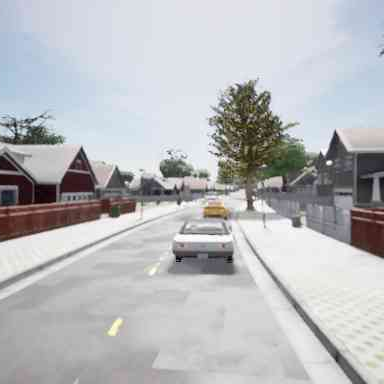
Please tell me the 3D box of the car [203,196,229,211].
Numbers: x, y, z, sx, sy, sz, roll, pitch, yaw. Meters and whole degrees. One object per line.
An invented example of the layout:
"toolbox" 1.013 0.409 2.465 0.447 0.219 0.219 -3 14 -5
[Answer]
"car" 2.072 1.438 28.599 1.882 1.535 5.008 0 1 8

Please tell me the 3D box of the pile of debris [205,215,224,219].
"pile of debris" 1.974 2.136 28.581 1.500 0.140 1.860 0 0 7

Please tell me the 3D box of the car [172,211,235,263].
"car" 0.481 1.598 11.998 1.895 1.301 4.718 0 0 4

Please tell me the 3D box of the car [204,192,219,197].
"car" 3.220 1.084 54.468 2.150 2.045 5.566 0 0 10
